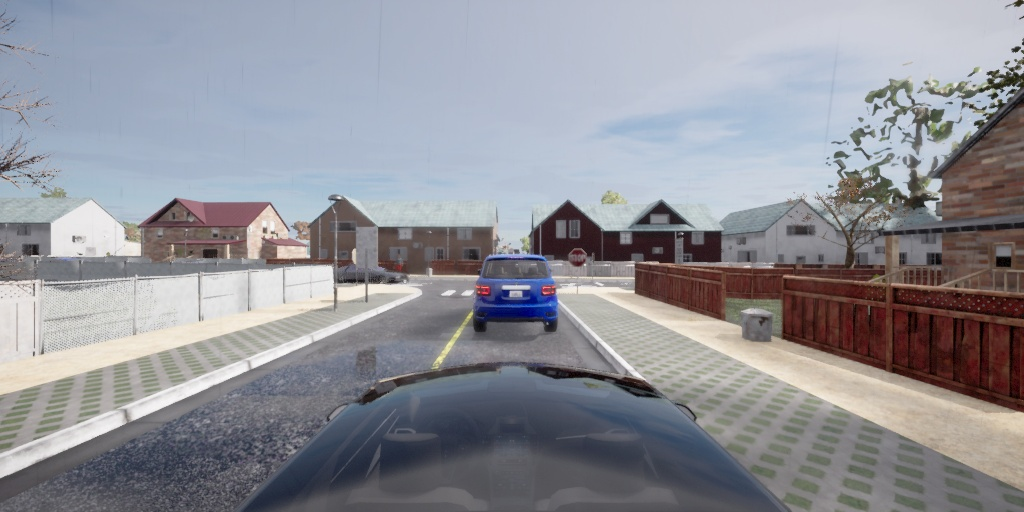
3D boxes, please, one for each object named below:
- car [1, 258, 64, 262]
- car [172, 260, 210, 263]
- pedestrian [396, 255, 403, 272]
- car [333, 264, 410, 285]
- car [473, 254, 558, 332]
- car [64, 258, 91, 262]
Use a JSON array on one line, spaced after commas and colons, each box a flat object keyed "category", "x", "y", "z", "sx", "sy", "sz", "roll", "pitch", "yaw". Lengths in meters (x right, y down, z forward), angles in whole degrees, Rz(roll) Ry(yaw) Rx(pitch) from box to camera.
[{"category": "car", "x": -34.657, "y": 0.902, "z": 24.594, "sx": 4.902, "sy": 1.511, "sz": 2.128, "roll": 1, "pitch": 0, "yaw": 1}, {"category": "car", "x": -21.504, "y": 1.040, "z": 24.326, "sx": 4.902, "sy": 1.511, "sz": 2.128, "roll": 1, "pitch": 0, "yaw": 1}, {"category": "pedestrian", "x": -9.425, "y": 0.803, "z": 29.950, "sx": 0.375, "sy": 1.860, "sz": 0.375, "roll": 0, "pitch": 0, "yaw": 1}, {"category": "car", "x": -9.594, "y": 1.216, "z": 23.687, "sx": 5.357, "sy": 1.411, "sz": 2.033, "roll": 1, "pitch": 0, "yaw": 7}, {"category": "car", "x": 0.080, "y": 0.971, "z": 10.972, "sx": 2.150, "sy": 2.045, "sz": 5.566, "roll": 0, "pitch": 0, "yaw": 0}, {"category": "car", "x": -34.571, "y": 0.884, "z": 27.534, "sx": 5.008, "sy": 1.535, "sz": 1.882, "roll": 1, "pitch": 0, "yaw": 1}]
